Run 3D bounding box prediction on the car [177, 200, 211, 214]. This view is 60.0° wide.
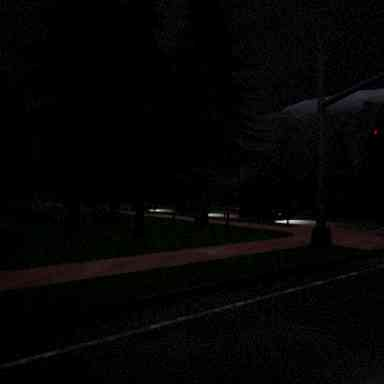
[{"bbox_3d":[0.130,1.586,35.712,1.994,1.385,4.181,0,0,-37],"label":"car"}]

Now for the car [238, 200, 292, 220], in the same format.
[{"bbox_3d":[5.828,1.586,28.075,1.994,1.385,4.181,0,0,-37],"label":"car"}]

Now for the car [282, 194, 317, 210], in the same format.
[{"bbox_3d":[13.261,1.218,39.758,4.605,1.855,1.932,0,0,-37],"label":"car"}]

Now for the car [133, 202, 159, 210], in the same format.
[{"bbox_3d":[-6.093,1.586,43.995,1.994,1.385,4.181,0,0,-37],"label":"car"}]

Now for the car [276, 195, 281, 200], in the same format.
[{"bbox_3d":[11.443,1.219,41.537,3.866,1.878,1.905,0,0,-37],"label":"car"}]
